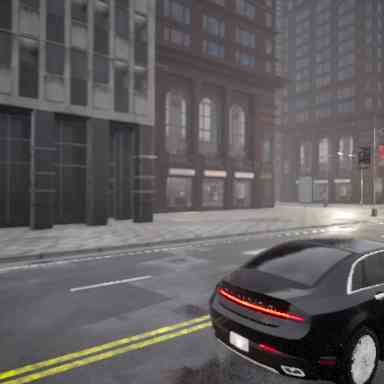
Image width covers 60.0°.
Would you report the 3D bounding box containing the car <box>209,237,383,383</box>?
[{"bbox_3d":[2.518,1.478,5.234,4.892,1.490,1.837,0,0,-35],"label":"car"}]
